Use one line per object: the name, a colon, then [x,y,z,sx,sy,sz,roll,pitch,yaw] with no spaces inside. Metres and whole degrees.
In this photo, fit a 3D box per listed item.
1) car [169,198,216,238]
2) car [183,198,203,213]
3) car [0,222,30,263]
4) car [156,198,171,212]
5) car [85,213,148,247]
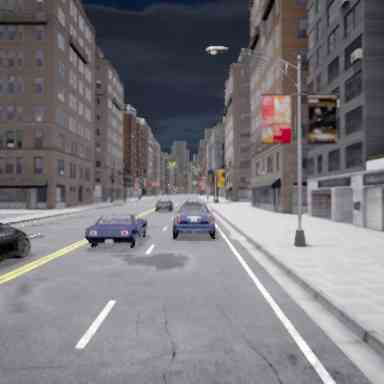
car: [0.097,1.346,17.899,2.097,1.767,4.553,0,0,0]
car: [0.095,1.458,37.556,2.128,1.511,4.902,0,0,0]
car: [-6.597,1.562,9.834,1.994,1.385,4.181,0,0,0]
car: [-3.154,1.456,39.019,2.128,1.511,4.902,0,0,0]
car: [-3.154,1.597,14.927,1.895,1.301,4.718,0,0,0]
